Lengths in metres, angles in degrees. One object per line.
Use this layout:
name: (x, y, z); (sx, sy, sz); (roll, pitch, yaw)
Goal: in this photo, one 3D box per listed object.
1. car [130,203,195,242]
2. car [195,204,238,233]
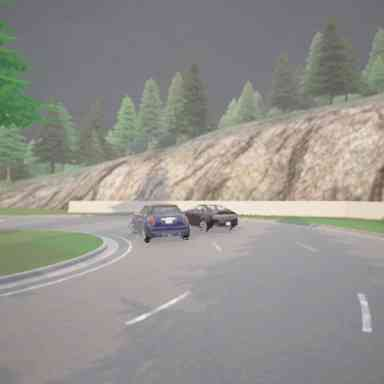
car: (-1.756, 1.356, 16.778); (2.097, 1.767, 4.553); (-1, 0, -20)
car: (0.720, 1.461, 19.656); (2.128, 1.511, 4.902); (0, 0, -29)
